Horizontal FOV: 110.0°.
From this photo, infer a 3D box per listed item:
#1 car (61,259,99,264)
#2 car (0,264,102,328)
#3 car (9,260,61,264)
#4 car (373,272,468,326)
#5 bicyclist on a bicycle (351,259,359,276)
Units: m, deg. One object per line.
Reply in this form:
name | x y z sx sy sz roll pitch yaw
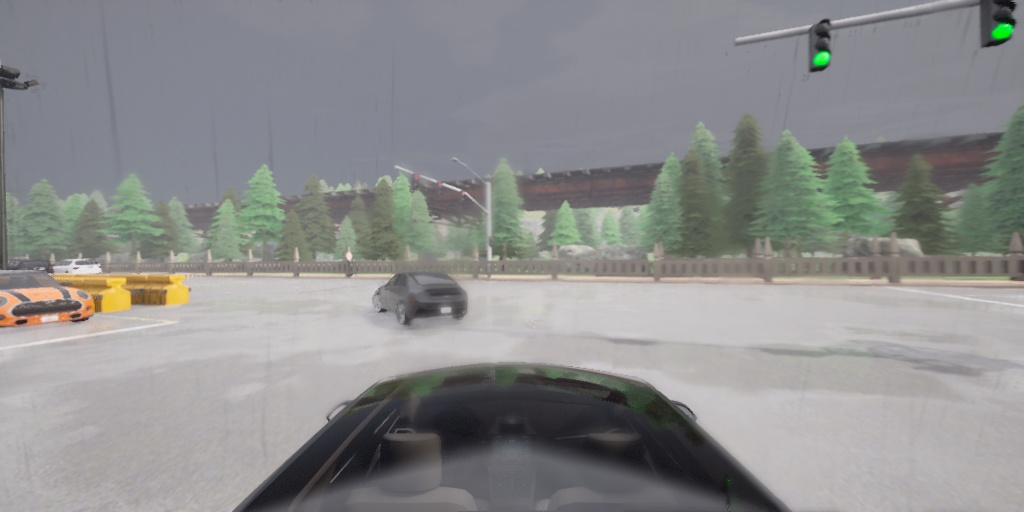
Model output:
car | -43.876 1.341 35.942 5.566 2.045 2.150 -1 0 19
car | -15.433 1.243 11.074 4.553 1.767 2.097 -1 0 19
car | -44.040 1.358 32.361 5.566 2.045 2.150 -1 0 19
car | -3.153 1.249 11.888 1.837 1.490 4.892 1 -1 -34
bicyclist on a bicycle | -15.207 1.093 34.271 0.582 1.620 1.656 -1 1 19
